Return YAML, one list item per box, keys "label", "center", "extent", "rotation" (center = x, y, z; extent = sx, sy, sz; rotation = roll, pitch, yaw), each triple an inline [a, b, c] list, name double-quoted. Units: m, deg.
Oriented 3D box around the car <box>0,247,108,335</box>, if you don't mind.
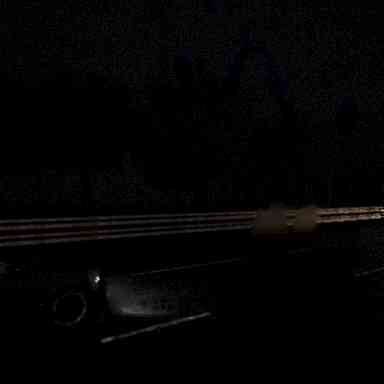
- label: "car"
  center: [-3.568, 1.565, 5.502]
  extent: [4.181, 1.385, 1.994]
  rotation: [1, 0, -36]
